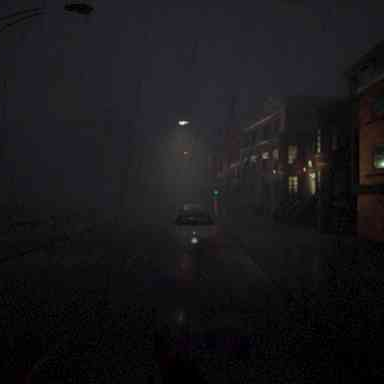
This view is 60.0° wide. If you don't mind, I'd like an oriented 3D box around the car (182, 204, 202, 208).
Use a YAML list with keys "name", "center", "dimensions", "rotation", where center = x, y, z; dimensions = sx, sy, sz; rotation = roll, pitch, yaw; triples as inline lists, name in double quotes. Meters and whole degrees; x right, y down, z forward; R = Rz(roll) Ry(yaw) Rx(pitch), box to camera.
- name: "car"
  center: [0.009, 1.609, 26.312]
  dimensions: [1.895, 1.301, 4.718]
  rotation: [0, 0, 0]

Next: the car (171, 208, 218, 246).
- name: "car"
  center: [0.095, 1.606, 15.168]
  dimensions: [1.895, 1.301, 4.718]
  rotation: [0, 0, 0]
